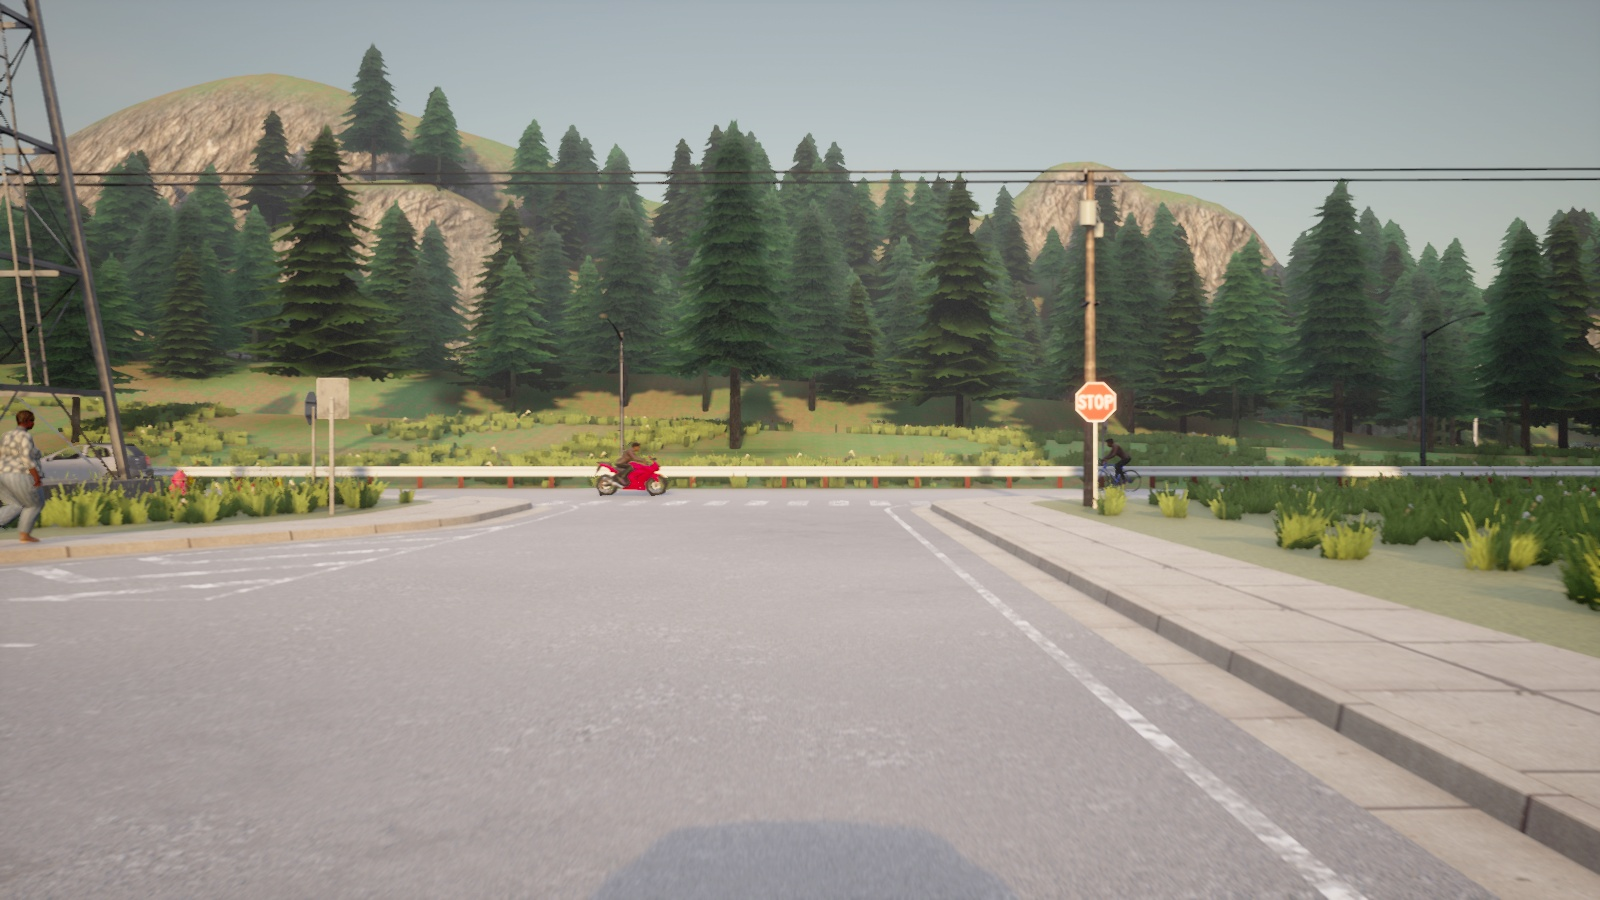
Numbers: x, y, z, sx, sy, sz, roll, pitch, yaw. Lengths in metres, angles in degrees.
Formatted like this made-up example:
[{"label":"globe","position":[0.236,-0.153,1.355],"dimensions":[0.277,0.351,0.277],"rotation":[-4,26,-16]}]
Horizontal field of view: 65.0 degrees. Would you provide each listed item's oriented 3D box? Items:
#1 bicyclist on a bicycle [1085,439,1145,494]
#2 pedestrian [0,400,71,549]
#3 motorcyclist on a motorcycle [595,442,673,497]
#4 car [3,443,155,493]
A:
[{"label":"bicyclist on a bicycle","position":[9.530,0.491,38.041],"dimensions":[1.656,1.620,0.582],"rotation":[1,0,1]},{"label":"pedestrian","position":[-10.161,0.302,16.253],"dimensions":[0.874,1.855,0.900],"rotation":[0,0,21]},{"label":"motorcyclist on a motorcycle","position":[-4.600,0.528,34.871],"dimensions":[2.044,1.523,0.797],"rotation":[0,0,1]},{"label":"car","position":[-22.222,0.524,38.784],"dimensions":[3.633,1.501,1.845],"rotation":[0,0,1]}]
